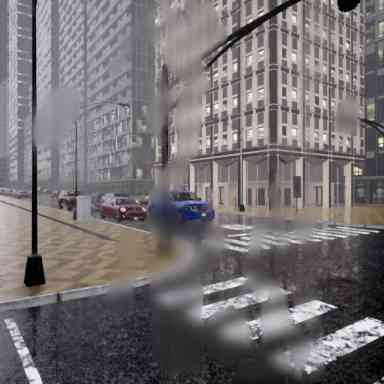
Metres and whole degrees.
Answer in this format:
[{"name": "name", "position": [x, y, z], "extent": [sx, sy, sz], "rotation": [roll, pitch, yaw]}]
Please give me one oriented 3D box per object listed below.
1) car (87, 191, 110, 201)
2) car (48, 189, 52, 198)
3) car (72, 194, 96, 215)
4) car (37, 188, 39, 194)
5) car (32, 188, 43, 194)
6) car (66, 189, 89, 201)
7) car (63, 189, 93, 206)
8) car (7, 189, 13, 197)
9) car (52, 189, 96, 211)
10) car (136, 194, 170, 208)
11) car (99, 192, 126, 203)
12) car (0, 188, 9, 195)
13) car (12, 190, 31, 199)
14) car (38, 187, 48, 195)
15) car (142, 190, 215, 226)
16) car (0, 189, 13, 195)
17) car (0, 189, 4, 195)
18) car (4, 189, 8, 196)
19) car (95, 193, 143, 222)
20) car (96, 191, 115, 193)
[{"name": "car", "position": [-14.060, 0.643, 49.819], "extent": [1.947, 1.339, 4.313], "rotation": [1, 0, -36]}, {"name": "car", "position": [-23.141, 0.329, 58.041], "extent": [1.882, 1.535, 5.008], "rotation": [0, 1, -36]}, {"name": "car", "position": [-7.868, 1.103, 26.752], "extent": [1.802, 1.307, 4.206], "rotation": [1, 0, -36]}, {"name": "car", "position": [-36.759, -0.357, 81.568], "extent": [2.192, 1.841, 5.009], "rotation": [1, 0, -36]}, {"name": "car", "position": [-40.008, -0.213, 86.105], "extent": [1.947, 1.339, 4.313], "rotation": [1, 0, -36]}, {"name": "car", "position": [-17.197, 0.400, 49.727], "extent": [2.097, 1.767, 4.553], "rotation": [0, 1, -36]}, {"name": "car", "position": [-13.381, 0.616, 38.912], "extent": [2.097, 1.767, 4.553], "rotation": [0, 1, -36]}, {"name": "car", "position": [-30.563, 0.321, 58.490], "extent": [2.008, 1.369, 4.403], "rotation": [1, 0, -36]}, {"name": "car", "position": [-11.103, 0.729, 31.284], "extent": [2.192, 1.841, 5.009], "rotation": [1, 0, -36]}, {"name": "car", "position": [-4.329, 0.982, 36.210], "extent": [1.802, 1.307, 4.206], "rotation": [1, 0, -36]}, {"name": "car", "position": [-10.914, 0.707, 45.421], "extent": [1.752, 1.417, 4.829], "rotation": [1, 0, -36]}, {"name": "car", "position": [-43.533, -0.113, 76.627], "extent": [1.887, 1.381, 4.507], "rotation": [1, 0, -36]}, {"name": "car", "position": [-27.321, 0.422, 53.956], "extent": [1.887, 1.381, 4.507], "rotation": [1, 0, -36]}, {"name": "car", "position": [-33.521, -0.020, 77.033], "extent": [1.887, 1.381, 4.507], "rotation": [1, 0, -36]}, {"name": "car", "position": [-0.847, 0.900, 21.424], "extent": [2.150, 2.045, 5.566], "rotation": [0, 1, -34]}, {"name": "car", "position": [-40.291, 0.015, 72.092], "extent": [1.947, 1.339, 4.313], "rotation": [1, 0, -36]}, {"name": "car", "position": [-37.048, 0.107, 67.558], "extent": [2.008, 1.369, 4.403], "rotation": [1, 0, -36]}, {"name": "car", "position": [-33.806, 0.208, 63.024], "extent": [1.887, 1.381, 4.507], "rotation": [1, 0, -36]}, {"name": "car", "position": [-4.621, 1.069, 22.217], "extent": [1.967, 1.590, 4.097], "rotation": [1, 0, -36]}, {"name": "car", "position": [-6.291, 0.852, 28.980], "extent": [2.097, 1.767, 4.553], "rotation": [0, 1, -36]}]
